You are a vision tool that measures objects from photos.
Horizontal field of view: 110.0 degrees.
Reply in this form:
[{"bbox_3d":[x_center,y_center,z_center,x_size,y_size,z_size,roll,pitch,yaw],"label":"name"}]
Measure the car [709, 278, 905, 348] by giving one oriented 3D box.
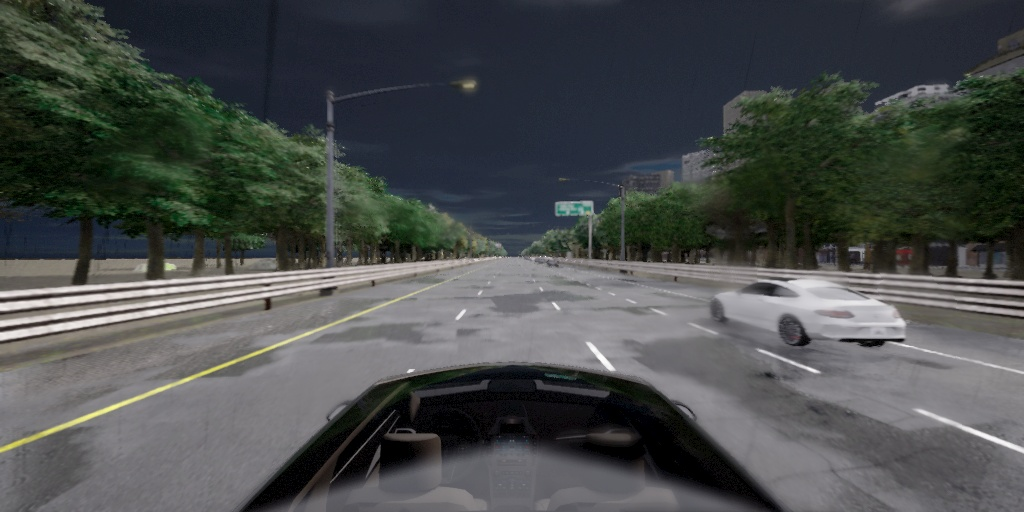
[{"bbox_3d":[7.006,1.280,9.158,1.812,1.442,4.674,0,0,0],"label":"car"}]
